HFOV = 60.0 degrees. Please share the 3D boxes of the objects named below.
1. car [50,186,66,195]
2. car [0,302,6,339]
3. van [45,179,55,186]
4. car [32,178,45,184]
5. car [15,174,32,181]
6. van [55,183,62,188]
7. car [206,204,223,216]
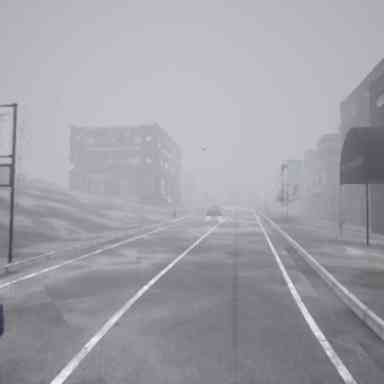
[{"bbox_3d":[-28.538,-0.354,71.031,2.163,1.488,4.792,1,-4,-8],"label":"car"},{"bbox_3d":[-3.401,1.591,2.024,1.895,1.301,4.718,0,-1,3],"label":"car"},{"bbox_3d":[-27.037,-1.386,60.181,1.878,1.987,4.442,1,-4,-6],"label":"van"},{"bbox_3d":[-26.459,-1.495,54.534,2.002,1.452,4.674,1,-4,-5],"label":"car"},{"bbox_3d":[-25.974,-1.839,49.024,2.002,1.452,4.674,1,-3,-4],"label":"car"},{"bbox_3d":[-27.743,-1.001,65.661,1.878,1.987,4.442,1,-4,-7],"label":"van"},{"bbox_3d":[3.029,2.418,44.021,1.837,1.490,4.892,0,-2,10],"label":"car"}]
